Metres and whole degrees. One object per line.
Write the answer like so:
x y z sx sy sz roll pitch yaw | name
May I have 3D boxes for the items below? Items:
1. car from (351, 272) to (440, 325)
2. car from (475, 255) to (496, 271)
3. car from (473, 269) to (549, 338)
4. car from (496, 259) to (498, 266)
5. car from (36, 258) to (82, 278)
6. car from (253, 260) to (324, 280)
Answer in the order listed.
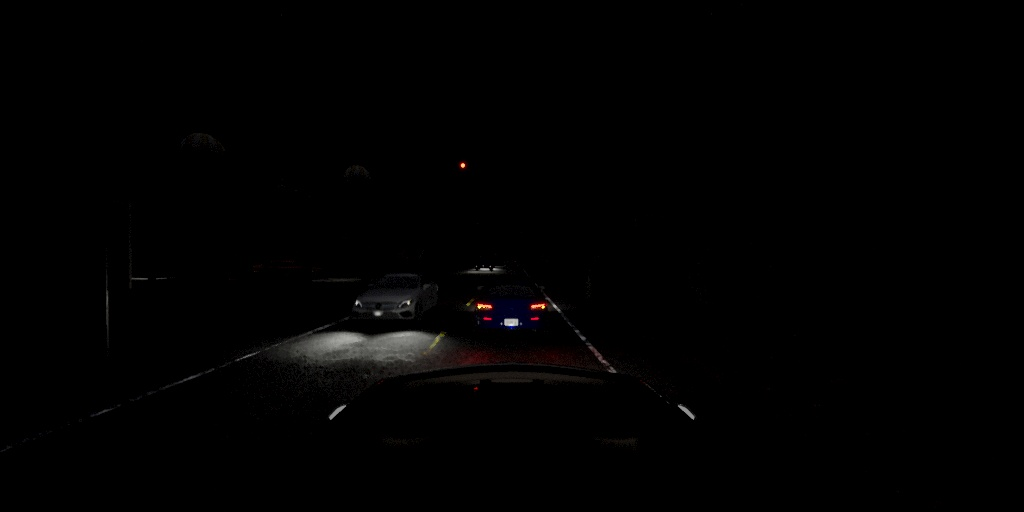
-3.628 1.273 11.992 1.812 1.442 4.674 0 0 -1 | car
-3.770 0.934 49.782 2.150 2.045 5.566 0 0 0 | car
-0.026 1.274 10.086 1.812 1.442 4.674 0 0 0 | car
-3.788 1.299 59.556 1.895 1.301 4.718 0 0 0 | car
-34.207 0.936 28.254 4.902 1.511 2.128 0 0 0 | car
-17.642 1.076 28.495 5.008 1.535 1.882 1 0 -3 | car
